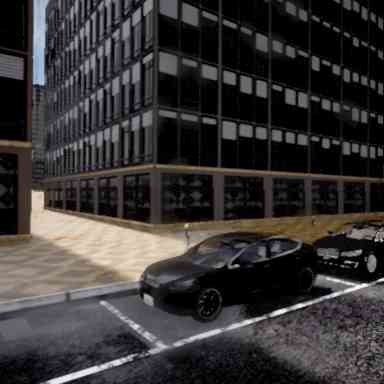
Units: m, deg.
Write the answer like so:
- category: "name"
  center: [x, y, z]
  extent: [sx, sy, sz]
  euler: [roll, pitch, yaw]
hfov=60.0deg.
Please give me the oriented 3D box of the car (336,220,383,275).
- category: "car"
  center: [5.509, 1.586, 10.479]
  extent: [4.403, 1.369, 2.008]
  euler: [0, 0, -35]

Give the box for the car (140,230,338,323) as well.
- category: "car"
  center: [0.998, 1.583, 7.264]
  extent: [4.313, 1.339, 1.947]
  euler: [0, 0, -35]
